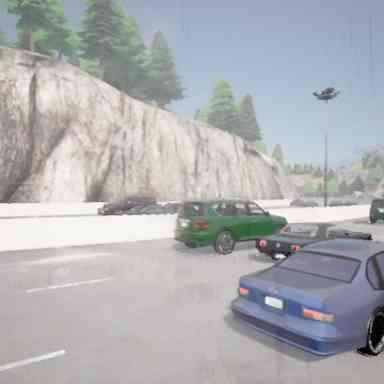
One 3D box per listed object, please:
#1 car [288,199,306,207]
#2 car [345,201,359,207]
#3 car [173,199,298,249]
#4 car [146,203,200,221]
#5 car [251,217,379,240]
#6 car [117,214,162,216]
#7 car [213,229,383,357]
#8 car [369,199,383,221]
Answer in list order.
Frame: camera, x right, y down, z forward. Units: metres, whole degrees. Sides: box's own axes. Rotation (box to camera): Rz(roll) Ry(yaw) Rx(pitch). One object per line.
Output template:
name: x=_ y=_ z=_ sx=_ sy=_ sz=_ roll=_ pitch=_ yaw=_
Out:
car: x=20.425 y=2.141 z=64.300 sx=1.837 sy=1.490 sz=4.892 roll=0 pitch=0 yaw=36
car: x=25.400 y=2.163 z=53.487 sx=1.994 sy=1.385 sz=4.181 roll=0 pitch=-1 yaw=37
car: x=1.799 y=1.339 z=14.031 sx=5.566 sy=2.045 sz=2.150 roll=1 pitch=0 yaw=-38
car: x=-1.660 y=1.730 z=29.642 sx=4.674 sy=1.442 sz=1.812 roll=1 pitch=-1 yaw=-41
car: x=4.450 y=1.722 z=11.676 sx=4.718 sy=1.301 sz=1.895 roll=1 pitch=-1 yaw=-39
car: x=-3.204 y=1.640 z=23.772 sx=4.902 sy=1.511 sz=2.128 roll=1 pitch=-1 yaw=-39
car: x=3.127 y=1.617 z=6.171 sx=5.357 sy=1.411 sz=2.033 roll=1 pitch=-1 yaw=-38
car: x=16.091 y=1.548 z=26.732 sx=5.566 sy=2.045 sz=2.150 roll=1 pitch=-1 yaw=-44
